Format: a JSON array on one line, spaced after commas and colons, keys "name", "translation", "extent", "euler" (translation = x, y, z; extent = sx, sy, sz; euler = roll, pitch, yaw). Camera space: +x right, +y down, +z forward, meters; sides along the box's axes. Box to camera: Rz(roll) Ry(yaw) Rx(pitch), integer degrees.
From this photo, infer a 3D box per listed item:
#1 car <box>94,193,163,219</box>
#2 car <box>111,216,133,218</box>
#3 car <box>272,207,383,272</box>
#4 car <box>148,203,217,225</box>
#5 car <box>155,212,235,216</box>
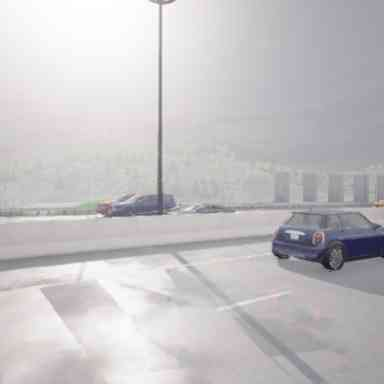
[{"name": "car", "translation": [-5.560, 1.145, 29.501], "extent": [5.566, 2.045, 2.150], "euler": [0, 0, -31]}, {"name": "car", "translation": [-3.812, 1.157, 26.471], "extent": [5.566, 2.045, 2.150], "euler": [0, 0, -31]}, {"name": "car", "translation": [4.841, 1.346, 10.987], "extent": [4.553, 1.767, 2.097], "euler": [0, 0, -32]}, {"name": "car", "translation": [-0.653, 1.551, 24.302], "extent": [4.718, 1.301, 1.895], "euler": [0, 0, -31]}, {"name": "car", "translation": [0.539, 1.452, 20.911], "extent": [4.902, 1.511, 2.128], "euler": [0, 0, -31]}]
